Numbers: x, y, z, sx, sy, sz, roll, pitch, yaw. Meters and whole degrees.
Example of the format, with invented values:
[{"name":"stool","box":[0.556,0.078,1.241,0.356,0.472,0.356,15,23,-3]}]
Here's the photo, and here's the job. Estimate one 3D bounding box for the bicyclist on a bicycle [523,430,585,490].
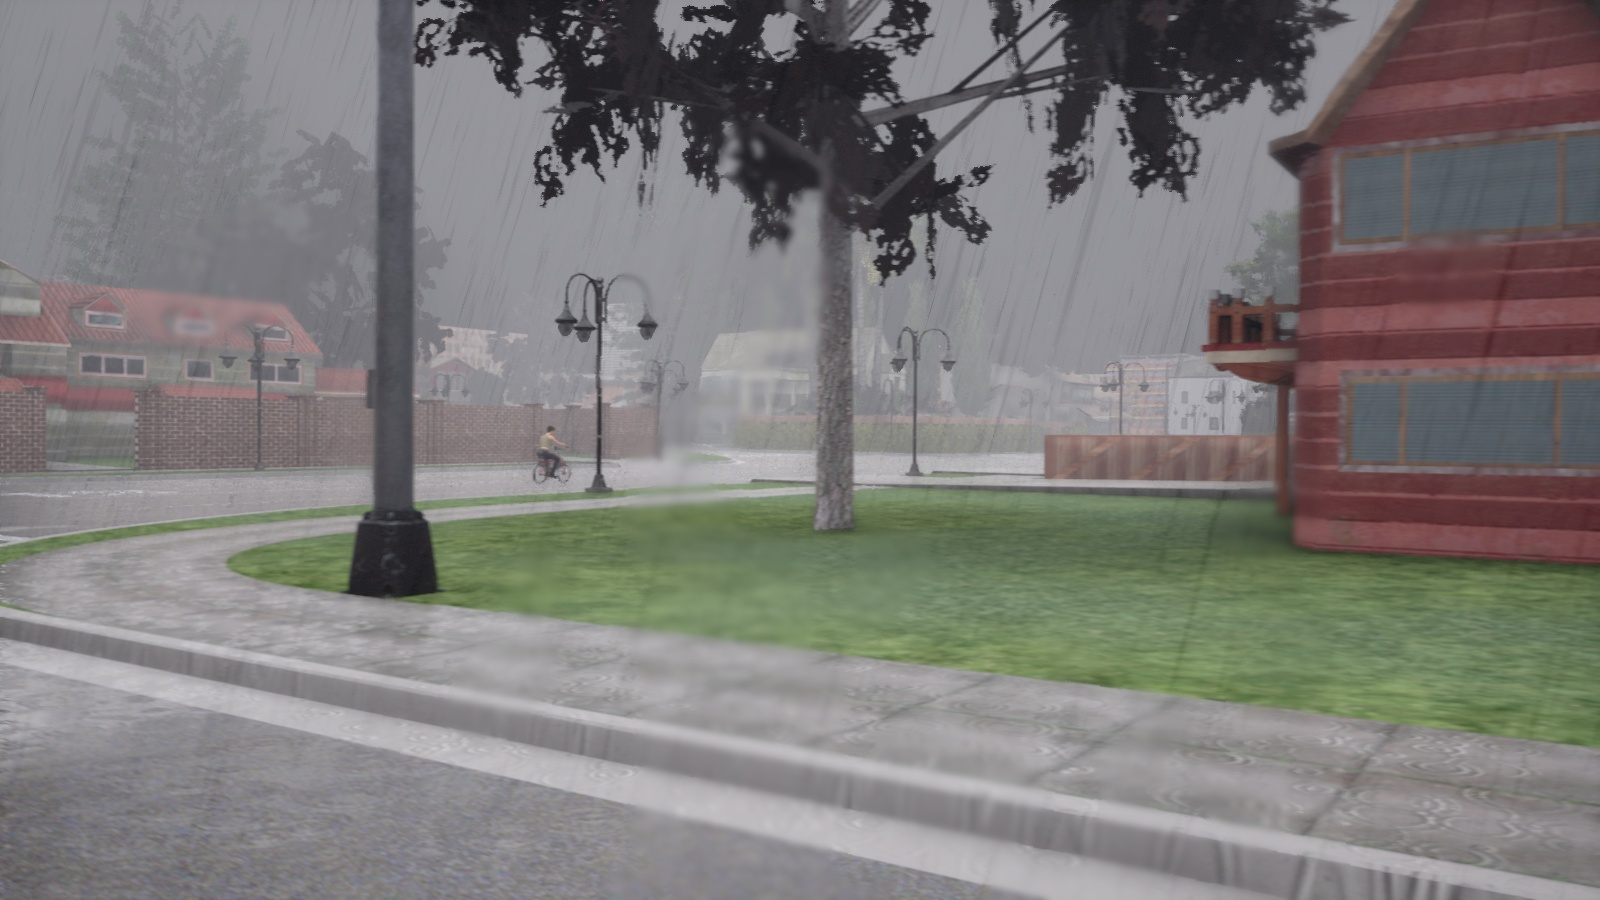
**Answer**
[{"name":"bicyclist on a bicycle","box":[-6.816,0.254,34.861,0.866,1.612,1.509,0,1,32]}]
